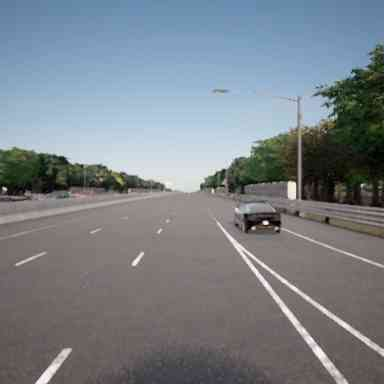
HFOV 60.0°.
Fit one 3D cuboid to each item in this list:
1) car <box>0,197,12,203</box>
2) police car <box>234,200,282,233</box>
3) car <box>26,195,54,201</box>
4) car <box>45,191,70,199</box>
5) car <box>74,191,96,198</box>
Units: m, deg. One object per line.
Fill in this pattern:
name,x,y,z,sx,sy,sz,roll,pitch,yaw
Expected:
car,-24.566,1.282,42.033,1.994,1.385,4.181,0,0,0
police car,3.580,1.302,18.886,1.930,1.638,5.238,0,0,-1
car,-17.583,1.352,37.085,1.895,1.301,4.718,0,0,0
car,-20.998,0.874,52.307,2.150,2.045,5.566,0,0,0
car,-17.530,0.856,54.677,2.150,2.045,5.566,0,1,1
